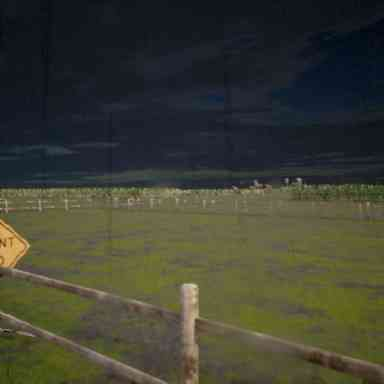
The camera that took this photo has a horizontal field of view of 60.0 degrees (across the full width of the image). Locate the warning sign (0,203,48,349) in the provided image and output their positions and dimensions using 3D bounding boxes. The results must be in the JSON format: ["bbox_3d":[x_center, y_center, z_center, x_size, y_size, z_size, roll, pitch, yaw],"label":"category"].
[{"bbox_3d":[-2.918,1.111,4.643,1.060,1.860,1.300,0,0,35],"label":"warning sign"}]
